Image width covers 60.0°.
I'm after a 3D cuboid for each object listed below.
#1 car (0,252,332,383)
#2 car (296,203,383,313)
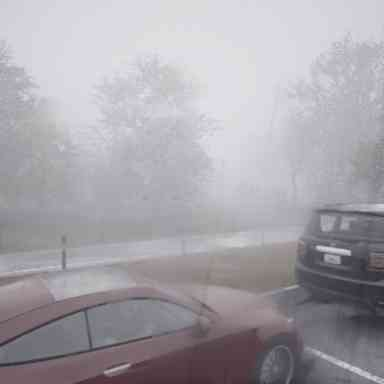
[{"bbox_3d":[-0.850,1.546,3.446,4.674,1.452,2.002,0,0,-35],"label":"car"},{"bbox_3d":[4.663,1.267,7.331,5.566,2.045,2.435,0,0,-35],"label":"car"}]
